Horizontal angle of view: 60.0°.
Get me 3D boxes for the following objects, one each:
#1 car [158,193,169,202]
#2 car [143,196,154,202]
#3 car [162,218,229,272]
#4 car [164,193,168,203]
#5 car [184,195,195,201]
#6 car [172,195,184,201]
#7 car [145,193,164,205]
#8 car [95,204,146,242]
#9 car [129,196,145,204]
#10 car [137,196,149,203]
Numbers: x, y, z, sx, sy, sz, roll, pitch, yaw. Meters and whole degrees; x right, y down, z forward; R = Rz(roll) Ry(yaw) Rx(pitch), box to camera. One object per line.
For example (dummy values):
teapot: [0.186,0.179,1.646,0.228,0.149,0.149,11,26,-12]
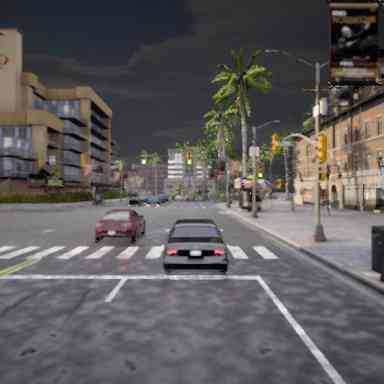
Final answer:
car: [-7.018,1.375,82.188,2.150,2.045,5.566,0,0,0]
car: [-10.513,1.689,81.524,2.033,1.411,5.357,0,0,0]
car: [0.095,1.567,10.776,2.033,1.411,5.357,0,0,0]
car: [-7.011,1.356,71.439,2.150,2.045,5.566,0,0,0]
car: [-0.165,1.689,89.375,2.128,1.511,4.902,0,0,-4]
car: [-3.667,1.684,89.442,1.812,1.442,4.674,0,0,-4]
car: [-7.009,1.466,62.099,2.097,1.767,4.553,0,0,0]
car: [-3.418,1.556,16.336,1.812,1.442,4.674,0,0,-1]
car: [-10.509,1.715,62.082,1.895,1.301,4.718,0,0,0]
car: [-10.511,1.608,71.226,1.882,1.535,5.008,0,0,0]
